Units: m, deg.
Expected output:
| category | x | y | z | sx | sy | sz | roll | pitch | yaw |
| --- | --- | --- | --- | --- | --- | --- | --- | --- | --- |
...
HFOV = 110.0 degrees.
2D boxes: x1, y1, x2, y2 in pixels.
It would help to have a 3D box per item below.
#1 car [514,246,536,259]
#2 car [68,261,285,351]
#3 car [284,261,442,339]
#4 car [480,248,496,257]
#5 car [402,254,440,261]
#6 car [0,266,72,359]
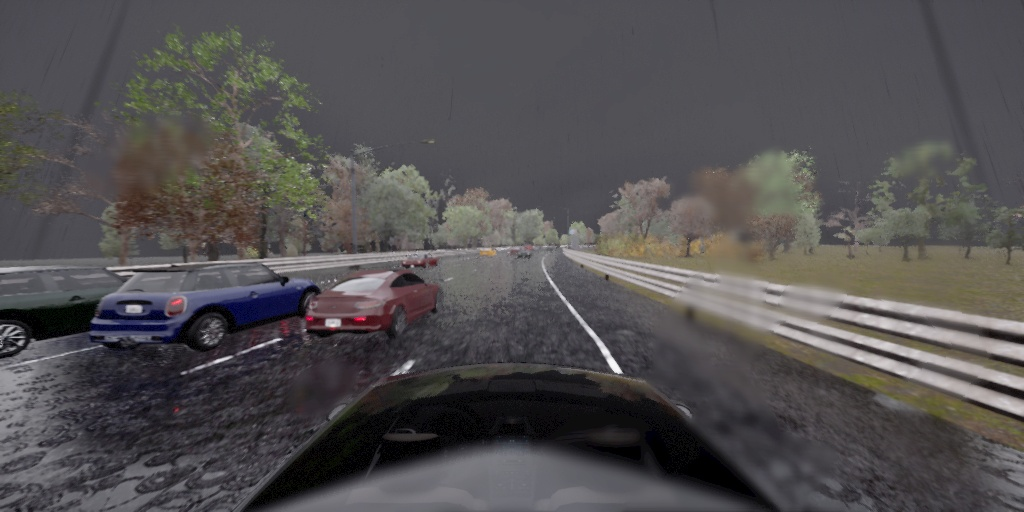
| category | x | y | z | sx | sy | sz | roll | pitch | yaw |
| --- | --- | --- | --- | --- | --- | --- | --- | --- | --- |
| car | 1.980 | -0.314 | 51.508 | 1.895 | 1.301 | 4.718 | -1 | 2 | 9 |
| car | -6.785 | 0.931 | 8.742 | 2.097 | 1.767 | 4.553 | -1 | 2 | 5 |
| car | -3.217 | 1.039 | 9.168 | 1.812 | 1.442 | 4.674 | -1 | 2 | 5 |
| car | -3.913 | -0.584 | 58.991 | 1.882 | 1.535 | 5.008 | -1 | 2 | 9 |
| car | -7.848 | 0.473 | 31.404 | 1.895 | 1.301 | 4.718 | -1 | 2 | 7 |
| car | -10.336 | 0.995 | 8.376 | 2.097 | 1.767 | 4.553 | -1 | 2 | 5 |
